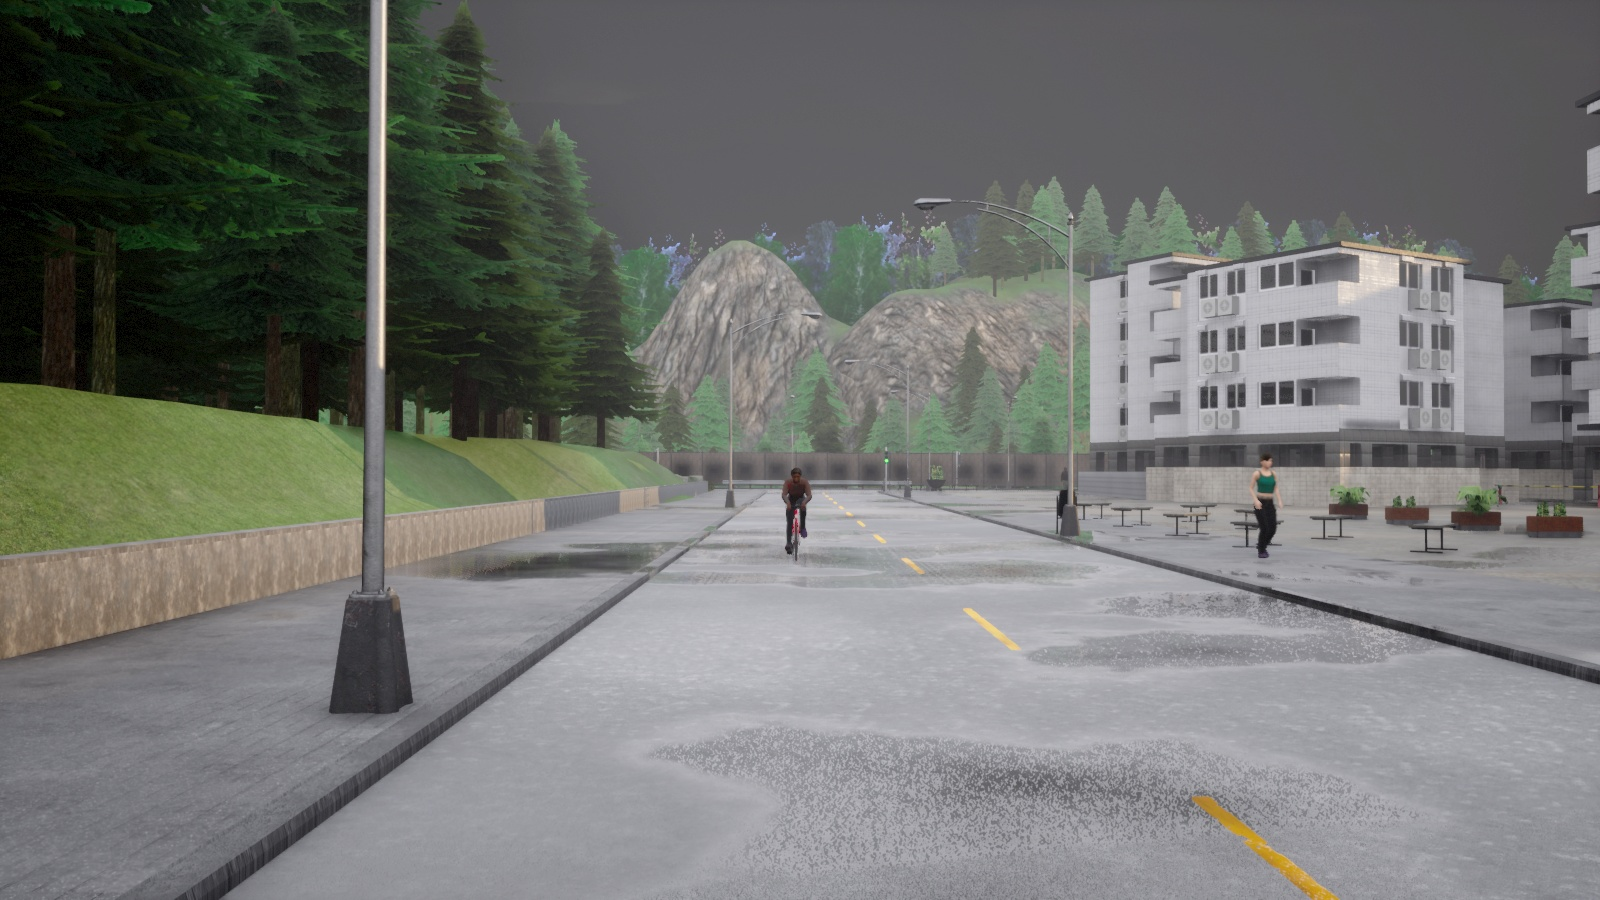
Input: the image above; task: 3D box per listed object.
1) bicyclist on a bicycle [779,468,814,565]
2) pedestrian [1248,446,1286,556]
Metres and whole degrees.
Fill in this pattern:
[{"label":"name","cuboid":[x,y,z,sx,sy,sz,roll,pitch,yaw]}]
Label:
[{"label":"bicyclist on a bicycle","cuboid":[-0.057,1.136,22.008,0.582,1.620,1.656,0,-1,0]},{"label":"pedestrian","cuboid":[7.915,0.850,21.298,0.345,1.836,0.594,0,-1,-9]}]
